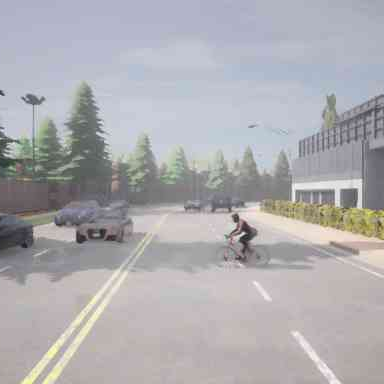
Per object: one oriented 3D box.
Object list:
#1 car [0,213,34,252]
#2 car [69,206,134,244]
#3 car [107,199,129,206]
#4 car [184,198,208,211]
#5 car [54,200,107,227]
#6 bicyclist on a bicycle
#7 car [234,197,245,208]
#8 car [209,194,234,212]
[{"bbox_3d":[-7.372,1.525,11.992,1.812,1.442,4.674,0,0,-1],"label":"car"},{"bbox_3d":[-3.954,1.564,15.626,1.994,1.385,4.181,0,0,-1],"label":"car"},{"bbox_3d":[-7.602,1.491,33.559,2.128,1.511,4.902,0,0,2],"label":"car"},{"bbox_3d":[0.362,1.601,40.361,1.895,1.301,4.718,0,0,10],"label":"car"},{"bbox_3d":[-7.595,1.353,22.631,2.097,1.767,4.553,0,0,-1],"label":"car"},{"bbox_3d":[1.444,1.452,9.757,1.656,1.620,0.582,-1,0,-1],"label":"bicyclist on a bicycle"},{"bbox_3d":[6.245,1.491,48.136,2.128,1.511,4.902,0,0,25],"label":"car"},{"bbox_3d":[3.466,1.218,38.146,2.150,2.045,5.566,0,0,7],"label":"car"}]
